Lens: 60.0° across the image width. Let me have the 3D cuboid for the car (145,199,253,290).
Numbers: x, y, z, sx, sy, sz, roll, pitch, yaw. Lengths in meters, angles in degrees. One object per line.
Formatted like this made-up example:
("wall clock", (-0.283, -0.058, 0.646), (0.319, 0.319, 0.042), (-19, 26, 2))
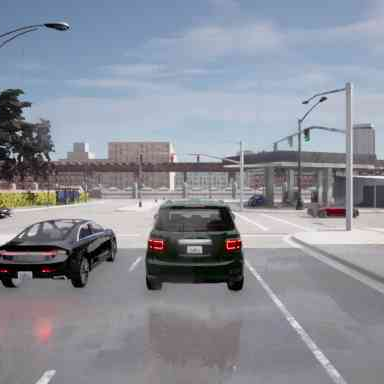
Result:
("car", (0.074, 1.221, 9.190), (2.150, 2.045, 5.566), (0, 0, 0))

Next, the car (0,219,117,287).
("car", (-3.430, 1.492, 9.274), (2.128, 1.511, 4.902), (0, 0, 0))

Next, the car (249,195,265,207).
("car", (9.654, 1.295, 49.373), (2.242, 1.667, 4.611), (0, 0, 0))

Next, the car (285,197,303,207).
("car", (15.398, 1.456, 50.142), (1.970, 1.475, 3.806), (0, 0, 0))

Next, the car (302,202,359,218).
("car", (12.357, 1.564, 29.245), (4.181, 1.385, 1.994), (0, 0, -1))

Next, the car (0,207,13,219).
("car", (-16.934, 1.507, 26.456), (4.892, 1.490, 1.837), (0, 0, -8))
